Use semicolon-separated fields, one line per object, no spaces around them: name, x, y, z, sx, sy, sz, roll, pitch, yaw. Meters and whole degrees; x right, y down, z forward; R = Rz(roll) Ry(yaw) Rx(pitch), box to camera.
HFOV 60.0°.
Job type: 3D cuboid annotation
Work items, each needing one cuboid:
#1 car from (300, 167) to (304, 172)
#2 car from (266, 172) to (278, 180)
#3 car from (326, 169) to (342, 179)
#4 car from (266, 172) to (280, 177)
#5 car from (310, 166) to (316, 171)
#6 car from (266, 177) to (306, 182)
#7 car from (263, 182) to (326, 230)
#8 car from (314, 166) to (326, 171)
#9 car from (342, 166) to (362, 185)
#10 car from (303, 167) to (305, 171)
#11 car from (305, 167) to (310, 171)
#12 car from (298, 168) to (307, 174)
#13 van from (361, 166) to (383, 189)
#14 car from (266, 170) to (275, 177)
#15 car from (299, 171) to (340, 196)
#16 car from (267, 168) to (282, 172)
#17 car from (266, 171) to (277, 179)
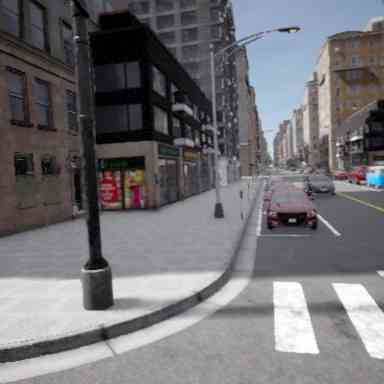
car;27.031;-4.838;77.611;1.752;1.417;4.829;-2;4;13
car;13.720;-2.794;57.267;1.802;1.307;4.206;-1;4;13
car;19.543;-2.257;44.330;1.802;1.307;4.206;-2;4;13
car;8.753;-1.120;35.190;1.802;1.307;4.206;-1;4;13
car;23.304;-3.581;61.051;1.752;1.417;4.829;-2;4;13
car;5.025;0.102;18.629;1.887;1.381;4.507;-1;4;13
car;3.783;0.522;13.110;1.887;1.381;4.507;-1;4;13
car;22.026;-3.110;55.369;1.947;1.339;4.313;-2;4;13
car;17.048;-1.685;33.273;2.192;1.841;5.009;-2;4;13
car;25.753;-4.350;71.930;1.802;1.307;4.206;-2;4;13
car;24.500;-4.197;66.393;2.192;1.841;5.009;-2;4;13
car;29.514;-5.677;88.651;1.752;1.417;4.829;-2;4;13
van;15.807;-1.240;27.755;1.690;1.788;3.998;-2;4;13
car;17.446;-4.066;73.825;1.947;1.339;4.313;-1;4;13
car;9.297;-0.544;24.646;1.837;1.490;4.892;-2;4;13
car;11.231;-2.099;46.219;1.967;1.590;4.097;-1;4;13
car;14.961;-3.244;62.784;2.008;1.369;4.403;-1;4;13
